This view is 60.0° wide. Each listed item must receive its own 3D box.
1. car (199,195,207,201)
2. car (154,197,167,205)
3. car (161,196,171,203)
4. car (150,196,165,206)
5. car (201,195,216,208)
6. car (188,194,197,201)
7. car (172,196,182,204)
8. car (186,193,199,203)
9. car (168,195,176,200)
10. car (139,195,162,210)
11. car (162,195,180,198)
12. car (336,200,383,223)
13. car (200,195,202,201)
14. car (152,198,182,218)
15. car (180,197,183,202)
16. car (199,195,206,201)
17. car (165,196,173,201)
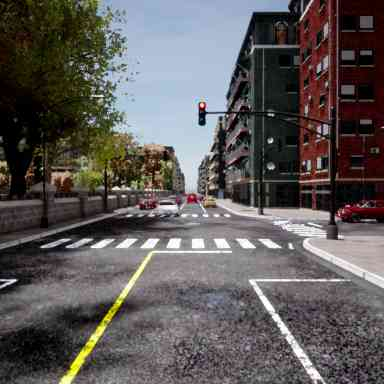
[{"bbox_3d":[2.733,1.586,82.679,1.887,1.381,4.507,0,0,0],"label":"car"},{"bbox_3d":[-5.660,1.566,60.542,1.887,1.381,4.507,0,0,0],"label":"car"},{"bbox_3d":[-5.654,1.612,71.612,1.802,1.307,4.206,0,0,0],"label":"car"},{"bbox_3d":[-5.663,1.457,55.007,1.967,1.590,4.097,0,0,0],"label":"car"},{"bbox_3d":[2.715,1.538,49.638,1.752,1.417,4.829,0,0,0],"label":"car"},{"bbox_3d":[0.044,1.305,79.641,2.097,1.767,4.553,0,0,0],"label":"car"},{"bbox_3d":[-2.962,1.553,67.690,1.812,1.442,4.674,0,0,0],"label":"car"},{"bbox_3d":[0.039,1.250,69.281,2.150,2.045,5.566,0,0,0],"label":"car"},{"bbox_3d":[-5.642,1.579,93.583,1.752,1.417,4.829,0,0,0],"label":"car"},{"bbox_3d":[-5.669,1.324,43.937,2.192,1.841,5.009,0,0,0],"label":"car"},{"bbox_3d":[-3.071,1.557,45.046,2.033,1.411,5.357,0,0,0],"label":"car"},{"bbox_3d":[14.631,1.591,27.353,5.009,1.841,2.192,1,-1,0],"label":"car"},{"bbox_3d":[2.718,1.561,55.003,1.887,1.381,4.507,0,0,0],"label":"car"},{"bbox_3d":[-2.431,1.528,30.819,1.812,1.442,4.674,0,0,-11],"label":"car"},{"bbox_3d":[-3.048,1.495,56.030,1.882,1.535,5.008,0,0,1],"label":"car"},{"bbox_3d":[2.736,1.592,88.214,1.887,1.381,4.507,0,0,0],"label":"car"},{"bbox_3d":[-5.647,1.623,82.683,1.802,1.307,4.206,0,0,0],"label":"car"}]
